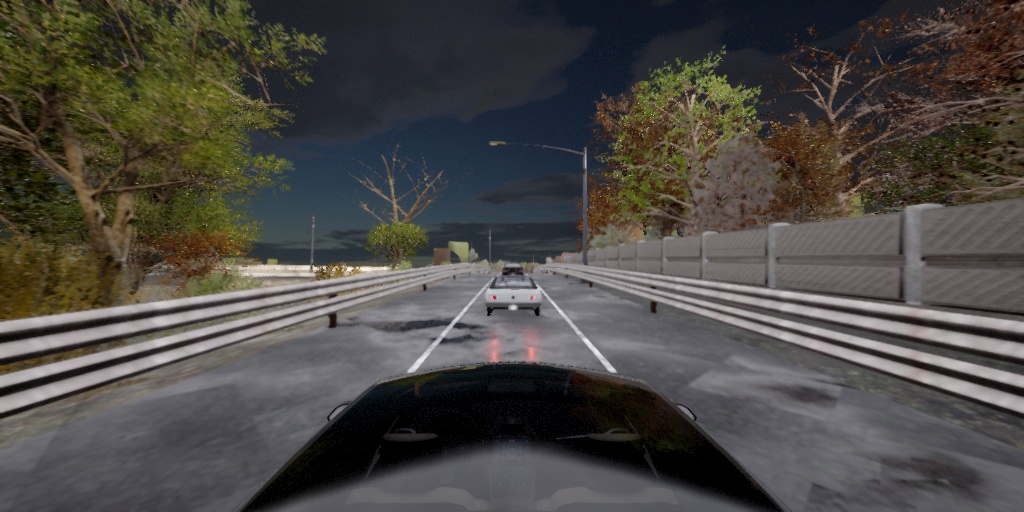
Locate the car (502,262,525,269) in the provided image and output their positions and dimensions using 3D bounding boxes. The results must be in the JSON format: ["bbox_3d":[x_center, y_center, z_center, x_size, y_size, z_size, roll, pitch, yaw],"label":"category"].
[{"bbox_3d":[0.097,1.293,31.843,1.882,1.535,5.008,0,-1,1],"label":"car"}]

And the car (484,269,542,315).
[{"bbox_3d":[0.059,1.358,13.608,1.895,1.301,4.718,0,0,0],"label":"car"}]
